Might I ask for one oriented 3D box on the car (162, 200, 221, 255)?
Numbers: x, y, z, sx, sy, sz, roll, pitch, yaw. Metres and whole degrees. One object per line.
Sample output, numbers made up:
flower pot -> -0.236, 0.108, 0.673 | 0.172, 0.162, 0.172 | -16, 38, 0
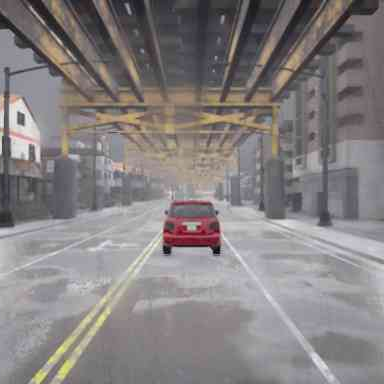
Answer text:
car -> -0.004, 1.347, 14.026 | 2.150, 2.045, 5.566 | 0, 0, 0

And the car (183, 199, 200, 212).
car -> -0.014, 1.752, 44.060 | 2.128, 1.511, 4.902 | 0, 0, 0

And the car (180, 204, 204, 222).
car -> -0.004, 1.802, 29.262 | 1.994, 1.385, 4.181 | 0, 0, 0
